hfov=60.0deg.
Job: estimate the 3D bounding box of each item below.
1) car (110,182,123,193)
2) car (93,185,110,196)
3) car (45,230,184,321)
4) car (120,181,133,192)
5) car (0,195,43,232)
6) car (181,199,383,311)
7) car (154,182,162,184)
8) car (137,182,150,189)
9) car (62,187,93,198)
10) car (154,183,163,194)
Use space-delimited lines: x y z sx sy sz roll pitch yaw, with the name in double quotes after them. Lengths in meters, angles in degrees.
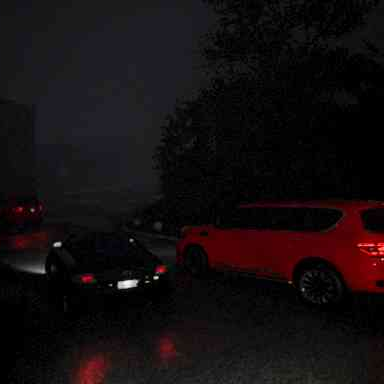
-15.611 -0.577 63.076 1.946 1.575 5.366 0 3 14 "car"
-16.948 -0.246 57.726 1.946 1.575 5.366 0 3 14 "car"
-2.067 1.562 7.514 1.994 1.385 4.181 0 0 -28 "car"
-14.206 -1.174 68.686 2.435 2.045 5.566 0 3 14 "car"
-11.765 1.207 20.265 5.566 2.045 2.150 -2 0 21 "car"
2.020 1.210 8.093 2.150 2.045 5.566 0 -1 -44 "car"
-8.848 -2.250 90.137 2.231 1.521 4.892 0 3 14 "car"
-11.535 -1.556 79.402 2.163 1.488 4.792 0 3 14 "car"
-18.294 0.088 52.380 1.946 1.575 5.366 0 3 14 "car"
-4.546 -0.395 58.695 1.837 1.490 4.892 0 4 14 "car"
